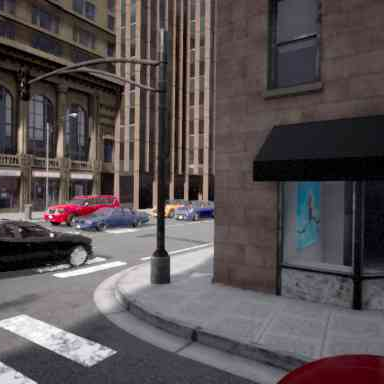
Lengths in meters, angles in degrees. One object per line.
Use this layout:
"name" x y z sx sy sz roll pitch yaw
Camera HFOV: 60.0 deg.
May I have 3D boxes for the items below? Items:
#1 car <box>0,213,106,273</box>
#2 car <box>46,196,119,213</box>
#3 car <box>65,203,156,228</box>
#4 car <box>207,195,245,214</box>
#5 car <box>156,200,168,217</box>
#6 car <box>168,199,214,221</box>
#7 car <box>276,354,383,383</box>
"car" -5.232 1.547 9.726 1.882 1.535 5.008 1 -2 35
"car" -7.552 1.281 23.733 2.150 2.045 5.566 1 0 35
"car" -5.087 1.652 21.594 2.033 1.411 5.357 1 0 35
"car" 4.232 1.458 40.543 2.150 2.045 5.566 1 0 35
"car" -1.851 1.496 31.873 2.097 1.767 4.553 1 0 35
"car" 0.348 1.538 29.345 2.097 1.767 4.553 1 0 35
"car" 2.412 1.546 1.254 4.507 1.381 1.887 0 1 35
